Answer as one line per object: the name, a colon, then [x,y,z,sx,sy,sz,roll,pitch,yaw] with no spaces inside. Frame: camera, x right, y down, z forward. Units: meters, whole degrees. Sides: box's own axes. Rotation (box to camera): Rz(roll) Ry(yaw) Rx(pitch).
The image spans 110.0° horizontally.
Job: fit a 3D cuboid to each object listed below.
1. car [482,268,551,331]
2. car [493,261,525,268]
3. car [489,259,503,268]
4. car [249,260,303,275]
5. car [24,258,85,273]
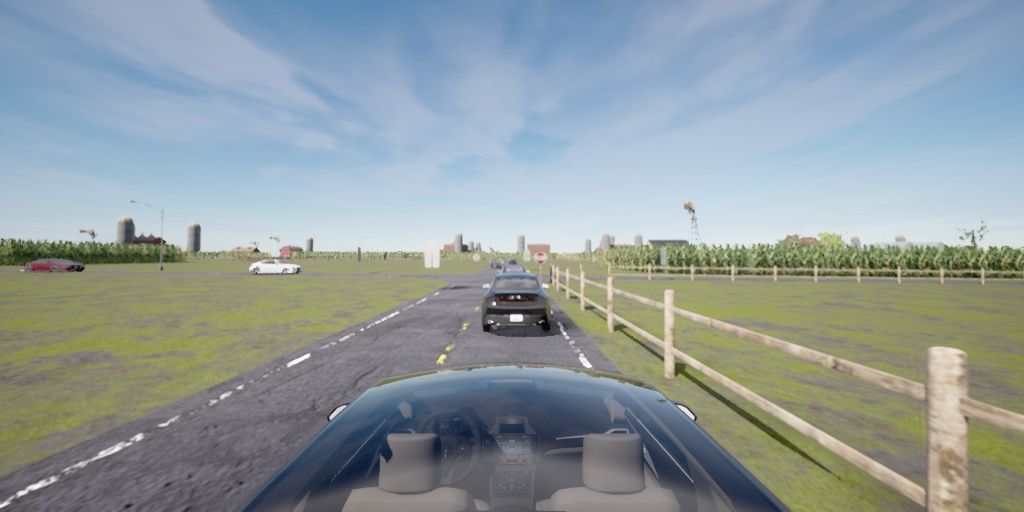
car: [0.121,1.281,11.124,1.837,1.490,4.892,0,-1,0]
car: [0.107,1.298,22.201,2.128,1.511,4.902,0,0,-1]
car: [-2.690,1.381,59.406,1.837,1.490,4.892,0,0,0]
car: [-23.066,1.103,35.102,4.674,1.442,1.812,1,-1,0]
car: [-44.879,0.921,35.270,4.181,1.385,1.994,0,-1,1]
